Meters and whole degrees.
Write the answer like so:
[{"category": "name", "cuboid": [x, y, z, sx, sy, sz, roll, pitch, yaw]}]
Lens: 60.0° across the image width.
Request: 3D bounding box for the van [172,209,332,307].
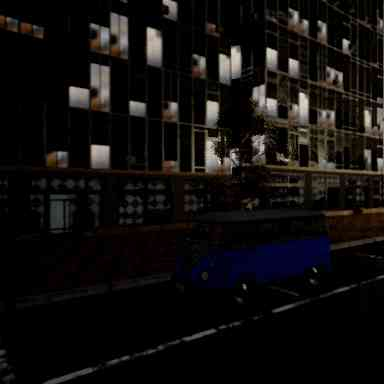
[{"category": "van", "cuboid": [1.487, 1.314, 7.628, 3.998, 1.788, 1.690, 0, 0, -36]}]
